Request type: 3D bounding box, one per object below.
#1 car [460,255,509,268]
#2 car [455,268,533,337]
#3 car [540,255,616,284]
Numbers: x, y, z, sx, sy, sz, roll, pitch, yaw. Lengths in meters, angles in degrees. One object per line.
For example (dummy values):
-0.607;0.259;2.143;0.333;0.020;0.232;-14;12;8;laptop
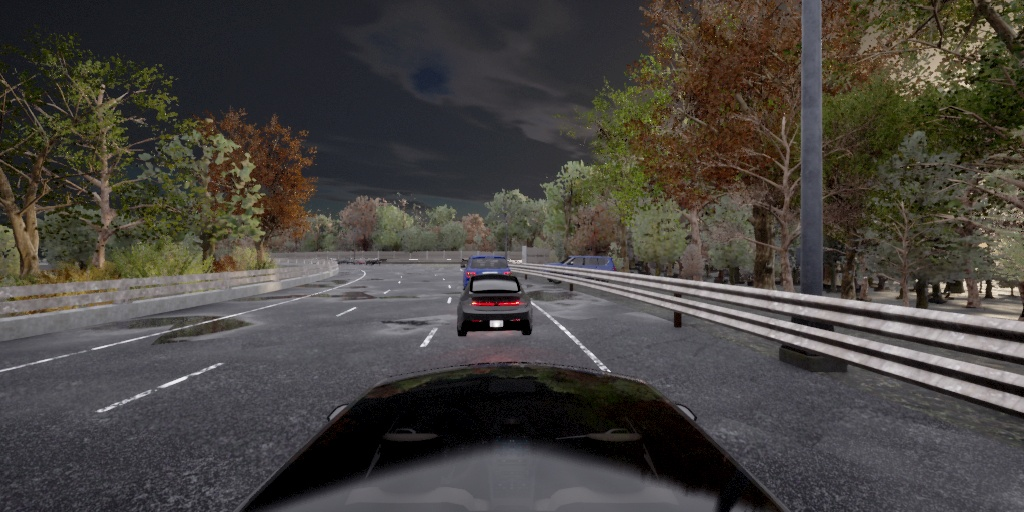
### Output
-1.329;0.971;17.840;2.150;2.045;5.566;0;0;-9;car
-0.558;1.255;10.366;1.837;1.490;4.892;0;0;-5;car
4.820;0.965;26.144;5.566;2.045;2.150;3;1;-7;car
